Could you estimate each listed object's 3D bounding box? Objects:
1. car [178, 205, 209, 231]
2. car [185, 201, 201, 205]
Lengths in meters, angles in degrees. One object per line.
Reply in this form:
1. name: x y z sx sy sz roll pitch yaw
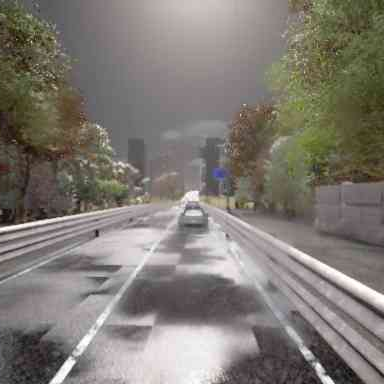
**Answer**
1. car: 0.102 1.793 22.594 1.994 1.385 4.181 0 -1 0
2. car: 0.104 2.002 44.613 2.097 1.767 4.553 0 -1 0
